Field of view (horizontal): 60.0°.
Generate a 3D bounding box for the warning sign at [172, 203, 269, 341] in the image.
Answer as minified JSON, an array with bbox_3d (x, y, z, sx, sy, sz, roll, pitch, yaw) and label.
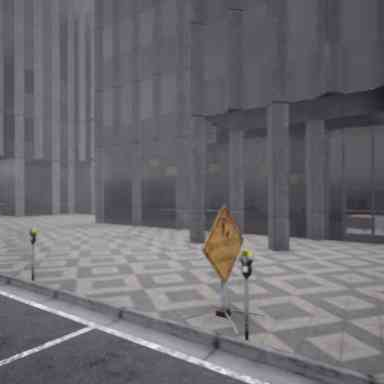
[{"bbox_3d":[0.502,1.129,5.432,1.060,1.860,1.300,0,0,35],"label":"warning sign"}]
